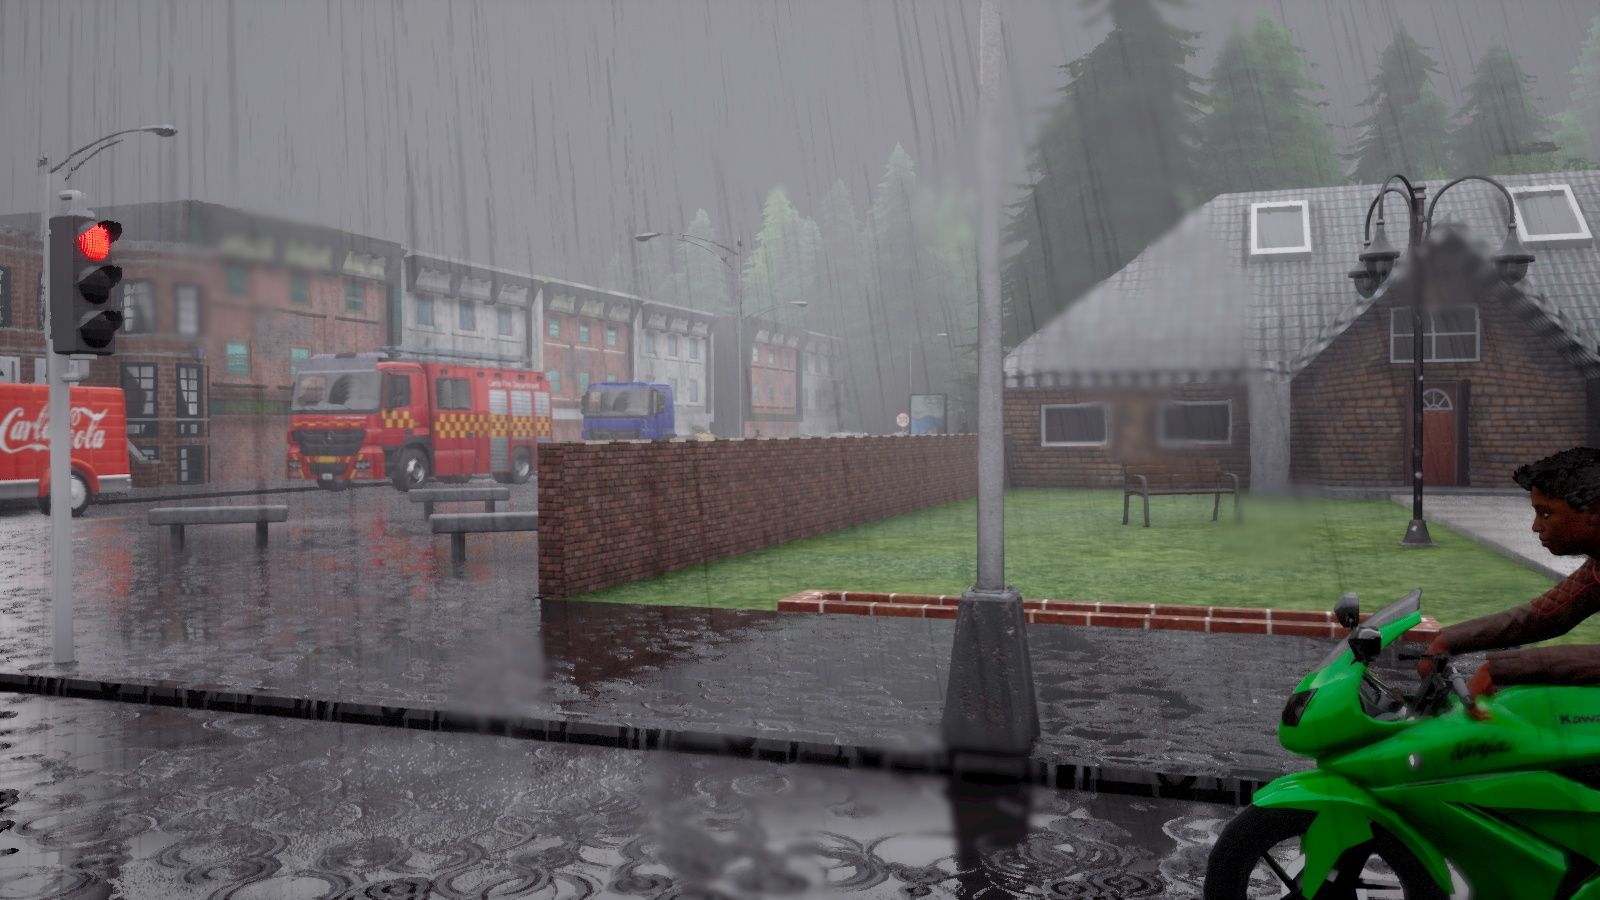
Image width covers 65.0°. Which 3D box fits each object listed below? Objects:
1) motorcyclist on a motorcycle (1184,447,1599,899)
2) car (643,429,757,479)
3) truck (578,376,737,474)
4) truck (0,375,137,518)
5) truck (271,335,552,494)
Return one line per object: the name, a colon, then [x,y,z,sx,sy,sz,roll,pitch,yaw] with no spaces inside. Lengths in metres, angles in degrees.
motorcyclist on a motorcycle: [2.029,0.767,3.072,2.044,1.523,0.797,1,1,20]
car: [-3.288,0.071,42.601,1.801,1.575,5.366,1,1,20]
truck: [-5.329,-0.956,48.672,2.891,3.462,7.936,1,1,20]
truck: [-14.912,-0.075,22.207,2.627,2.467,5.204,1,1,20]
truck: [-10.367,-0.934,34.790,2.891,3.827,8.468,1,1,20]
